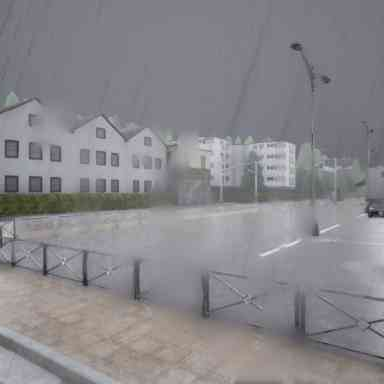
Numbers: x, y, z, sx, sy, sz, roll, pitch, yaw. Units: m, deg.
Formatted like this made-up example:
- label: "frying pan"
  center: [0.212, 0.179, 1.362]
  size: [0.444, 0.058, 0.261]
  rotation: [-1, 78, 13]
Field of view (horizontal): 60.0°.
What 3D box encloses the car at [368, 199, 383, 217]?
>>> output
- label: "car"
  center: [15.454, 1.298, 26.789]
  size: [2.007, 1.523, 4.514]
  rotation: [0, 0, 35]
